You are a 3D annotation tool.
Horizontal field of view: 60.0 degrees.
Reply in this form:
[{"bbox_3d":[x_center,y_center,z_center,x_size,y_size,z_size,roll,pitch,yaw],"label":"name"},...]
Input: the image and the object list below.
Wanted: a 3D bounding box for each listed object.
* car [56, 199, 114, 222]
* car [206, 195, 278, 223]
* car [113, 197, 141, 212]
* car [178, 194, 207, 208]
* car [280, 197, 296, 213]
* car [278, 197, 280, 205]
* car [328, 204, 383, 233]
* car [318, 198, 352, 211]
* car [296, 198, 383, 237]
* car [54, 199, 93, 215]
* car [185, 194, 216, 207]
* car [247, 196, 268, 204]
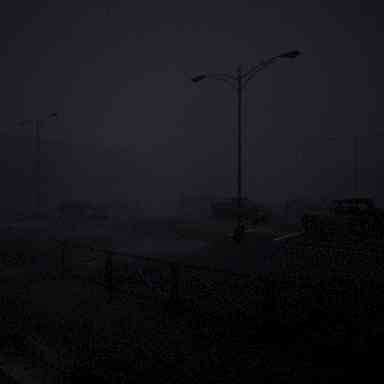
[{"bbox_3d":[-8.473,1.490,25.724,4.514,1.523,2.007,0,0,38],"label":"car"},{"bbox_3d":[3.689,1.289,25.032,4.605,1.855,1.932,0,0,38],"label":"car"},{"bbox_3d":[-8.079,1.345,38.206,5.027,1.636,2.152,0,0,38],"label":"car"},{"bbox_3d":[-0.203,1.269,48.289,3.866,1.878,1.905,0,0,38],"label":"car"},{"bbox_3d":[11.917,1.490,34.411,4.514,1.523,2.007,0,0,38],"label":"car"},{"bbox_3d":[16.822,1.576,58.478,3.806,1.475,1.970,0,0,38],"label":"car"},{"bbox_3d":[10.395,1.553,19.842,3.806,1.475,1.970,0,0,38],"label":"car"},{"bbox_3d":[18.102,1.511,42.260,3.633,1.501,1.845,0,0,38],"label":"car"},{"bbox_3d":[7.867,1.269,17.599,3.866,1.878,1.905,0,0,38],"label":"car"},{"bbox_3d":[-11.774,1.424,32.950,3.806,1.475,1.970,0,0,38],"label":"car"},{"bbox_3d":[1.260,1.289,50.833,4.605,1.855,1.932,0,0,38],"label":"car"},{"bbox_3d":[12.808,1.565,65.394,3.633,1.501,1.845,0,0,38],"label":"car"}]
